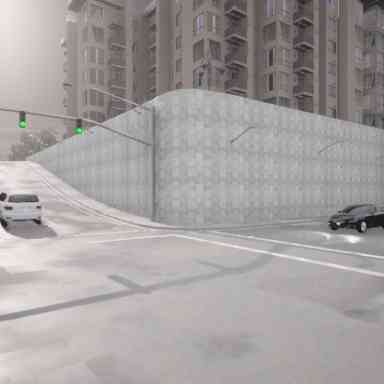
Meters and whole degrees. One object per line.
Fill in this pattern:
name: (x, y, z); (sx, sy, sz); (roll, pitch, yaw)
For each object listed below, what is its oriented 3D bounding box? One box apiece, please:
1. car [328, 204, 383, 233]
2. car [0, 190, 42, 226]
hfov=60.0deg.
car: (10.057, 1.505, 19.779); (4.892, 1.490, 1.837); (0, 0, -36)
car: (-11.243, 0.887, 21.431); (2.150, 2.045, 5.566); (0, 4, -36)
